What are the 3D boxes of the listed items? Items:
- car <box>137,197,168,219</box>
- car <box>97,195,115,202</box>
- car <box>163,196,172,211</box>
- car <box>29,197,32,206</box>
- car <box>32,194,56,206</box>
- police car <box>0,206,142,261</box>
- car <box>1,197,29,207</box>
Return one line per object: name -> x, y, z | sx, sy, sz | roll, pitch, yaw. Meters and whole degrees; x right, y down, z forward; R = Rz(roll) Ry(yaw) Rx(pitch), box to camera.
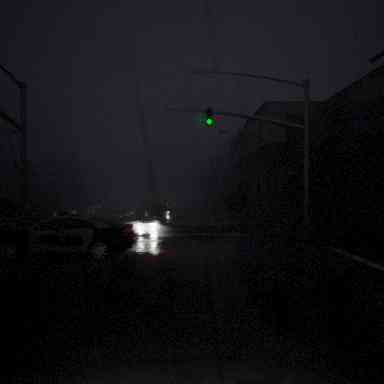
car -> -3.571, 1.491, 28.823 | 2.128, 1.511, 4.902 | 0, 0, 0
car -> -22.122, 1.669, 85.547 | 4.611, 1.667, 2.242 | 0, 0, 0
car -> -3.560, 1.350, 40.210 | 2.097, 1.767, 4.553 | 0, 0, 0
car -> -25.918, 1.551, 52.149 | 1.970, 1.475, 3.806 | 0, 0, 0
car -> -22.592, 1.267, 51.545 | 1.905, 1.878, 3.866 | 0, 0, 0
police car -> -4.678, 1.496, 12.158 | 5.238, 1.638, 1.930 | 0, 1, 0
car -> -18.897, 1.488, 33.674 | 2.007, 1.523, 4.514 | 0, 0, 0
